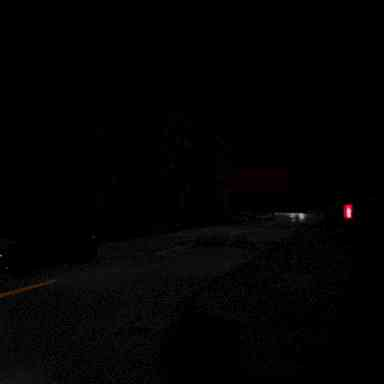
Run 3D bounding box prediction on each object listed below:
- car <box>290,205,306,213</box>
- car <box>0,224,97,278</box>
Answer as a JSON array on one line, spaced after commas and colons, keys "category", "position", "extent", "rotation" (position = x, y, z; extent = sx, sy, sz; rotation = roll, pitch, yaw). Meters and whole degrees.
[{"category": "car", "position": [18.290, 2.887, 57.176], "extent": [1.812, 1.442, 4.674], "rotation": [0, -2, 27]}, {"category": "car", "position": [-5.113, 1.783, 10.969], "extent": [1.994, 1.385, 4.181], "rotation": [0, -1, 25]}]
